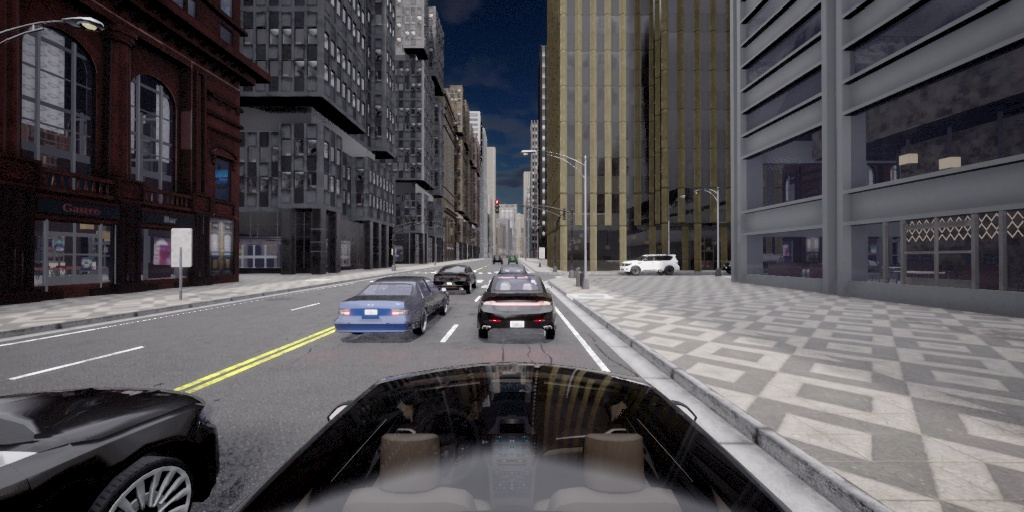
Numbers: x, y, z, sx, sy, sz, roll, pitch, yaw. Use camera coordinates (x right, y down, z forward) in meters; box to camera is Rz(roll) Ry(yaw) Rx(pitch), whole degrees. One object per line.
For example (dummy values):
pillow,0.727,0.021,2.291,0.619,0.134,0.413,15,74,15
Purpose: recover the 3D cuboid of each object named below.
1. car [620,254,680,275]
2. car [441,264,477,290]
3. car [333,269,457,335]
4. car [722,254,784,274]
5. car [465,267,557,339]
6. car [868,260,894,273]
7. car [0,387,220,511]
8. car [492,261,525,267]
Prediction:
car,13.735,0.859,35.816,5.566,2.045,2.150,0,0,0
car,-3.102,1.210,20.248,1.882,1.535,5.008,0,0,0
car,-3.129,1.293,10.480,2.033,1.411,5.357,0,0,0
car,24.162,0.815,35.816,5.566,2.045,2.150,0,0,0
car,0.119,1.238,10.059,2.128,1.511,4.902,0,0,0
car,34.780,1.099,35.802,5.357,1.411,2.033,0,0,0
car,-3.149,1.241,0.736,2.128,1.511,4.902,0,0,0
car,0.044,1.225,19.489,2.128,1.511,4.902,0,0,0
